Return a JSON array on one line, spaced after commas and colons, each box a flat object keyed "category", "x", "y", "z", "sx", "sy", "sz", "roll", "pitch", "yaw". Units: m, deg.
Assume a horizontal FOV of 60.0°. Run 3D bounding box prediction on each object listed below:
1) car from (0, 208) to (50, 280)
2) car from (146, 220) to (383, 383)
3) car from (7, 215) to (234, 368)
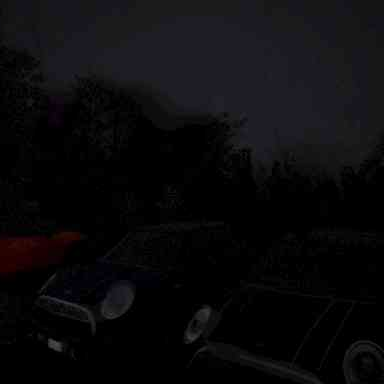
[{"category": "car", "x": -4.953, "y": 1.440, "z": 9.255, "sx": 2.185, "sy": 1.767, "sz": 4.553, "roll": -1, "pitch": 0, "yaw": 36}, {"category": "car", "x": 1.783, "y": 1.364, "z": 4.527, "sx": 2.185, "sy": 1.767, "sz": 4.553, "roll": -1, "pitch": 0, "yaw": 35}, {"category": "car", "x": -0.484, "y": 1.390, "z": 6.144, "sx": 2.185, "sy": 1.767, "sz": 4.553, "roll": -1, "pitch": 0, "yaw": 35}]
